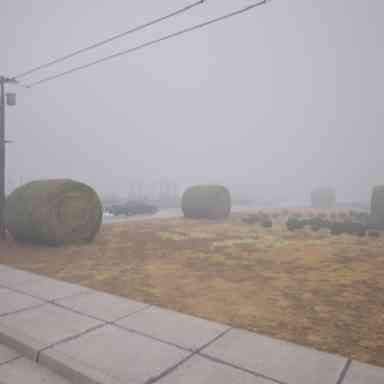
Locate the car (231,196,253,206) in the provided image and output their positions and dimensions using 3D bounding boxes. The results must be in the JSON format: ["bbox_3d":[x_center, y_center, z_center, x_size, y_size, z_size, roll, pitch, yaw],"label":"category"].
[{"bbox_3d":[7.716,1.389,51.839,1.837,1.490,4.892,0,0,39],"label":"car"}]

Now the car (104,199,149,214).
[{"bbox_3d":[-6.597,1.440,33.846,1.994,1.385,4.181,0,0,38],"label":"car"}]

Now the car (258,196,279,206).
[{"bbox_3d":[11.807,1.419,51.226,1.812,1.442,4.674,0,0,39],"label":"car"}]

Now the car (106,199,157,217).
[{"bbox_3d":[-5.144,1.414,29.666,1.812,1.442,4.674,0,0,38],"label":"car"}]
